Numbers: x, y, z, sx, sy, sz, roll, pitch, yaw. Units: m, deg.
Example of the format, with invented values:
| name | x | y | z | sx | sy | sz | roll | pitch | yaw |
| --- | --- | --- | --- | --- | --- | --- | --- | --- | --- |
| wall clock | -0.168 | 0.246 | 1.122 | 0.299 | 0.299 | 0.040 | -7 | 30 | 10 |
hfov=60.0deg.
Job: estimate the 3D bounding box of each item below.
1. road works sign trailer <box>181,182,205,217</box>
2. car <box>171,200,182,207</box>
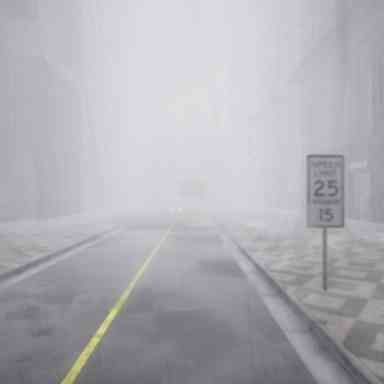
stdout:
| name | x | y | z | sx | sy | sz | roll | pitch | yaw |
| --- | --- | --- | --- | --- | --- | --- | --- | --- | --- |
| road works sign trailer | 0.019 | 0.808 | 34.571 | 2.380 | 3.560 | 2.880 | 0 | -1 | 0 |
| car | -2.982 | 2.281 | 64.950 | 1.895 | 1.301 | 4.718 | 0 | -1 | 0 |
